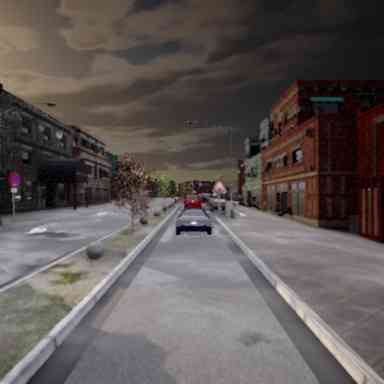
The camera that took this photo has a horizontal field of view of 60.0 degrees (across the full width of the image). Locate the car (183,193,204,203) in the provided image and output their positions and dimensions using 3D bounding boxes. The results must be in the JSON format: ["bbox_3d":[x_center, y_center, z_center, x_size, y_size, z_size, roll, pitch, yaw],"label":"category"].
[{"bbox_3d":[0.101,1.216,42.693,2.150,2.045,5.566,0,0,0],"label":"car"}]

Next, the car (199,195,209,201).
[{"bbox_3d":[3.001,1.433,81.820,2.231,1.521,4.892,0,0,0],"label":"car"}]

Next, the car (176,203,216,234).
[{"bbox_3d":[0.100,1.572,19.214,1.994,1.385,4.181,0,0,0],"label":"car"}]

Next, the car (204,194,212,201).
[{"bbox_3d":[2.998,1.494,48.852,2.163,1.488,4.792,0,0,0],"label":"car"}]

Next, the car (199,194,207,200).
[{"bbox_3d":[3.000,1.332,92.837,2.185,1.767,4.553,0,0,0],"label":"car"}]

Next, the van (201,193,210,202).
[{"bbox_3d":[3.000,1.201,76.422,1.878,1.987,4.442,0,0,0],"label":"van"}]

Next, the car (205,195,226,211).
[{"bbox_3d":[2.998,1.482,37.646,2.231,1.521,4.892,0,0,0],"label":"car"}]
